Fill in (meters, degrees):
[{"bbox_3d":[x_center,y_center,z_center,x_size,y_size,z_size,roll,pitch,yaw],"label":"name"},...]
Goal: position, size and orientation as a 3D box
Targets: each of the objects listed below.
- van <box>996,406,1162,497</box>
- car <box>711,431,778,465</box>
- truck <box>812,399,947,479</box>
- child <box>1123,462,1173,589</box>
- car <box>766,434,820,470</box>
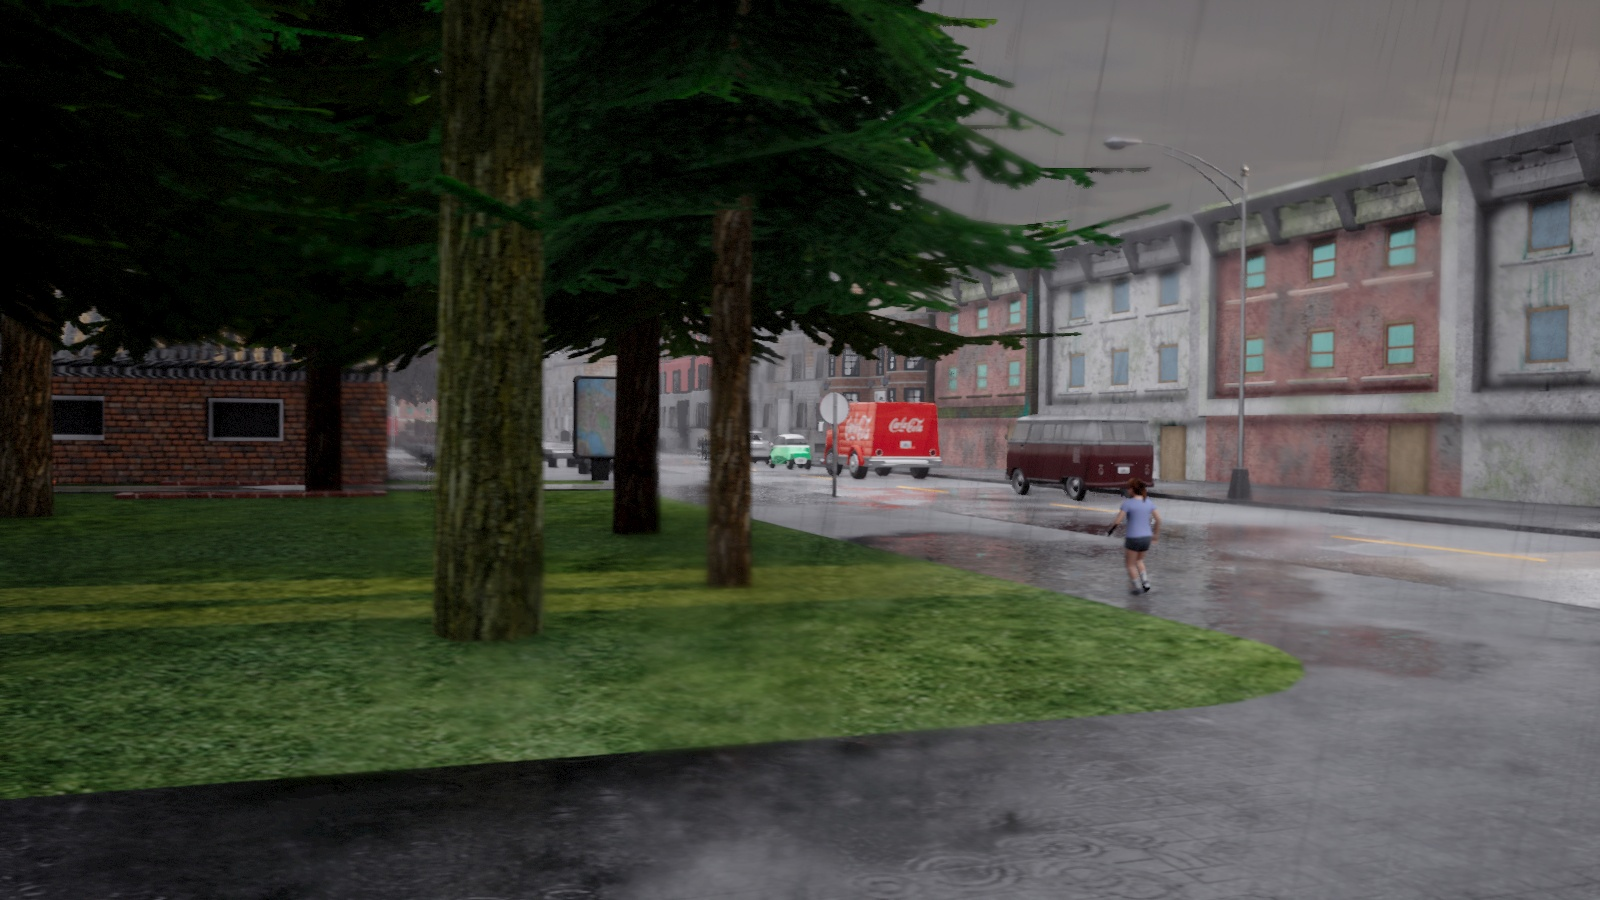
[{"bbox_3d":[6.538,-0.002,29.921,1.775,1.987,4.442,-1,1,-19],"label":"van"},{"bbox_3d":[-2.503,-0.110,55.992,1.970,1.475,3.806,-1,1,-19],"label":"car"},{"bbox_3d":[2.511,-0.383,41.524,2.627,2.467,5.204,-1,1,-19],"label":"truck"},{"bbox_3d":[3.130,0.672,11.302,0.255,1.110,0.394,-1,1,-19],"label":"child"},{"bbox_3d":[-0.290,0.058,49.633,1.481,1.376,2.207,-1,1,-19],"label":"car"}]
